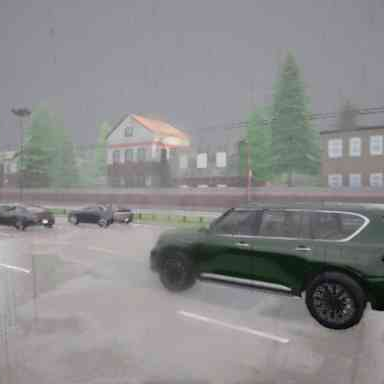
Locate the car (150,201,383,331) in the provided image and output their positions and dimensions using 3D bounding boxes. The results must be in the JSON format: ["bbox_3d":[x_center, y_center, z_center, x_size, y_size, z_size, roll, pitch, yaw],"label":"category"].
[{"bbox_3d":[1.646,1.212,7.117,5.566,2.045,2.150,0,0,35],"label":"car"}]

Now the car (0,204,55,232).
[{"bbox_3d":[-9.974,1.454,19.686,4.674,1.442,1.812,0,0,35],"label":"car"}]

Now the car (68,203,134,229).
[{"bbox_3d":[-5.833,1.430,21.049,4.902,1.511,2.128,0,0,35],"label":"car"}]
